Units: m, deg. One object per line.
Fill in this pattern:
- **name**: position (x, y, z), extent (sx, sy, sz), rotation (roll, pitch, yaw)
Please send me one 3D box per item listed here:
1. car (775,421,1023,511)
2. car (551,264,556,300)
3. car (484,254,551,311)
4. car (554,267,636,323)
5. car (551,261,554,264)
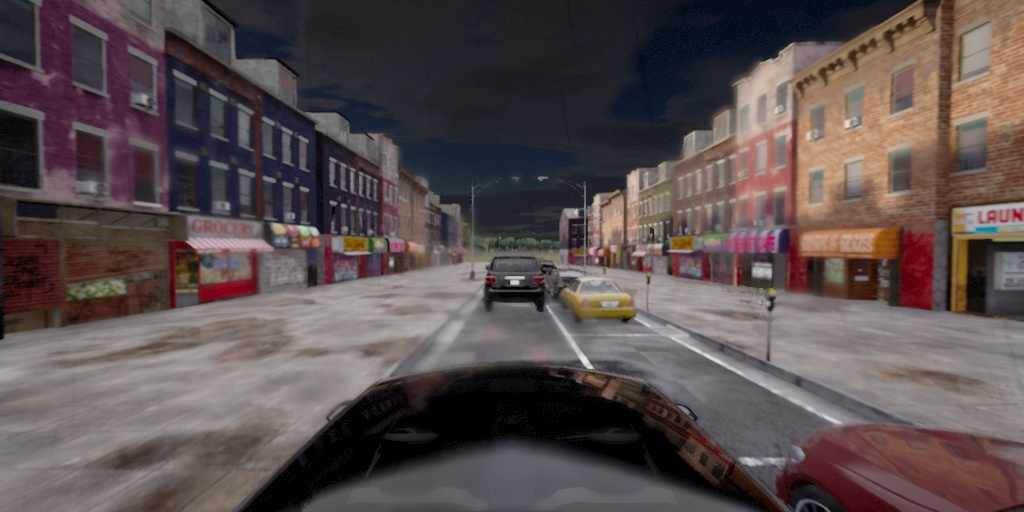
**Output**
- **car**: position (2.637, 1.335, 0.694), extent (1.802, 1.307, 4.207), rotation (0, 0, 0)
- **car**: position (2.648, 1.263, 17.291), extent (2.007, 1.370, 4.403), rotation (0, 0, 0)
- **car**: position (0.099, 0.942, 14.403), extent (2.150, 2.045, 5.566), rotation (0, 0, 0)
- **car**: position (2.644, 1.250, 11.929), extent (1.751, 1.417, 4.829), rotation (0, 0, 0)
- **car**: position (3.042, 1.179, 33.025), extent (1.837, 1.490, 4.892), rotation (0, 0, 0)
